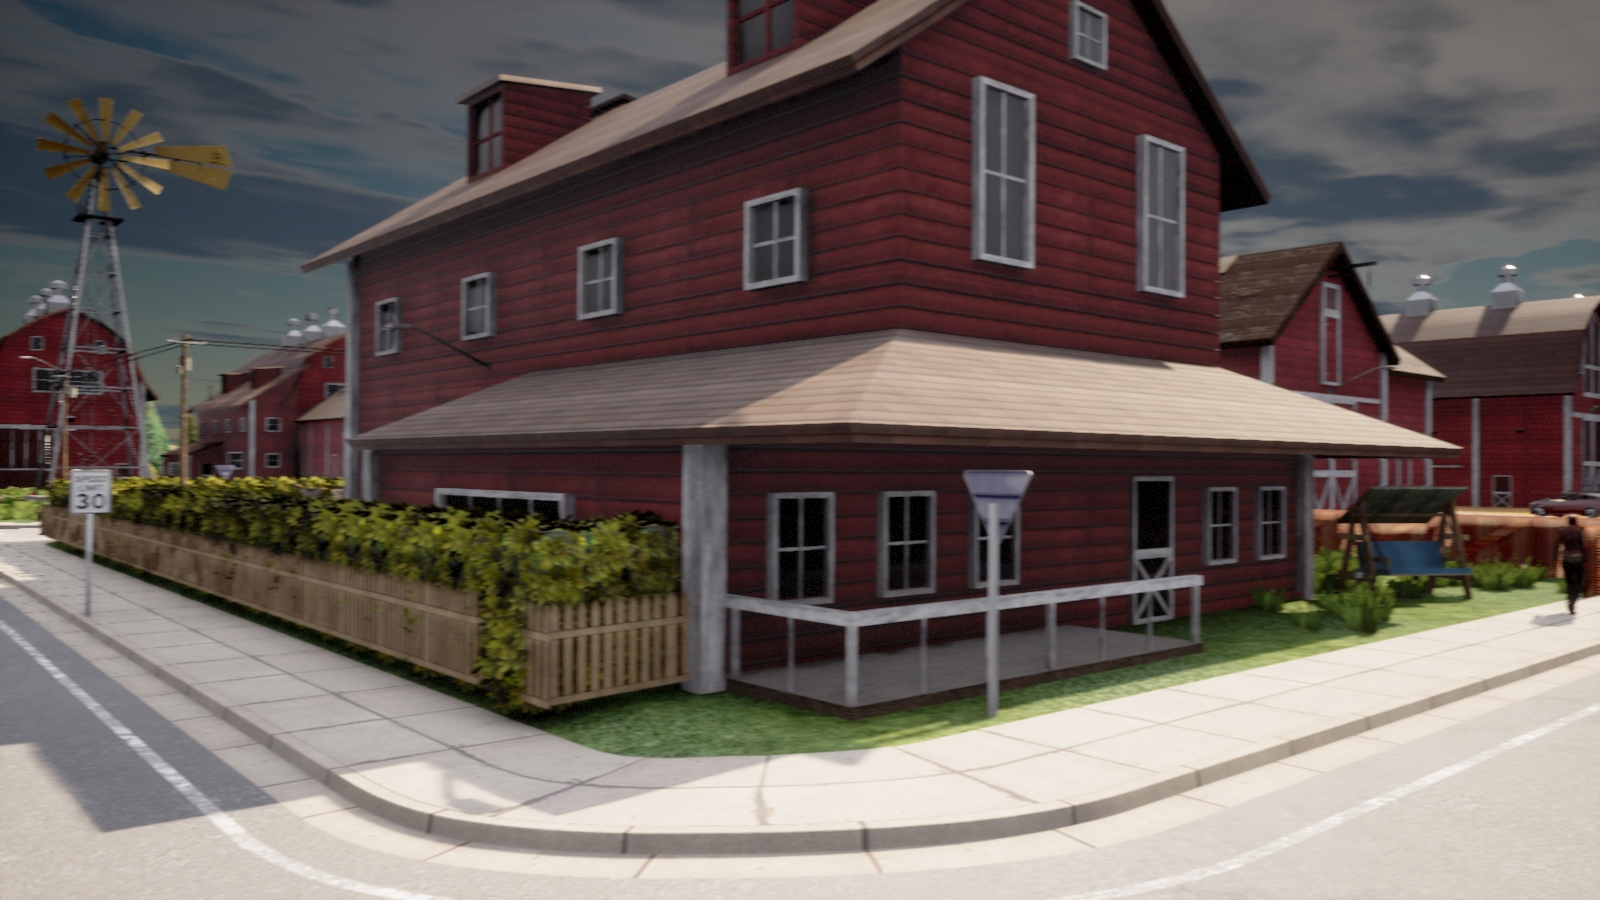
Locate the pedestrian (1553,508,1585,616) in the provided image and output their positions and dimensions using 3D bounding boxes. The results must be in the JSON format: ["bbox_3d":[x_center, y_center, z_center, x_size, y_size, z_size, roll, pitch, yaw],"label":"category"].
[{"bbox_3d":[13.636,1.973,20.264,0.375,1.860,0.375,1,-1,-39],"label":"pedestrian"}]

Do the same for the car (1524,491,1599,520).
[{"bbox_3d":[43.768,3.113,64.557,2.007,1.525,4.514,1,-1,-24],"label":"car"}]
